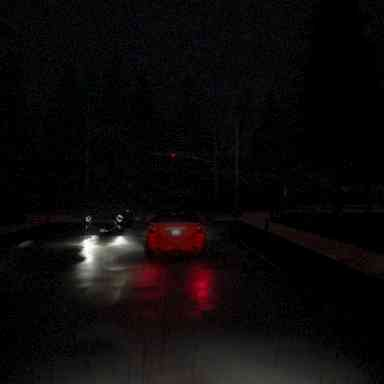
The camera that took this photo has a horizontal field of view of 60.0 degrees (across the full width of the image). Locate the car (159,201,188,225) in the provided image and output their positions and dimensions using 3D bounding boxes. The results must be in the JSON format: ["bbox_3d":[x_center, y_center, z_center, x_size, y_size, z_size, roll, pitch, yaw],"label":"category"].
[{"bbox_3d":[-1.560,1.513,25.951,2.033,1.411,5.357,0,1,-6],"label":"car"}]

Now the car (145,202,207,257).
[{"bbox_3d":[-0.632,1.345,13.081,2.097,1.767,4.553,0,0,-3],"label":"car"}]

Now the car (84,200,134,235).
[{"bbox_3d":[-4.585,1.349,18.868,2.097,1.767,4.553,0,0,-3],"label":"car"}]
